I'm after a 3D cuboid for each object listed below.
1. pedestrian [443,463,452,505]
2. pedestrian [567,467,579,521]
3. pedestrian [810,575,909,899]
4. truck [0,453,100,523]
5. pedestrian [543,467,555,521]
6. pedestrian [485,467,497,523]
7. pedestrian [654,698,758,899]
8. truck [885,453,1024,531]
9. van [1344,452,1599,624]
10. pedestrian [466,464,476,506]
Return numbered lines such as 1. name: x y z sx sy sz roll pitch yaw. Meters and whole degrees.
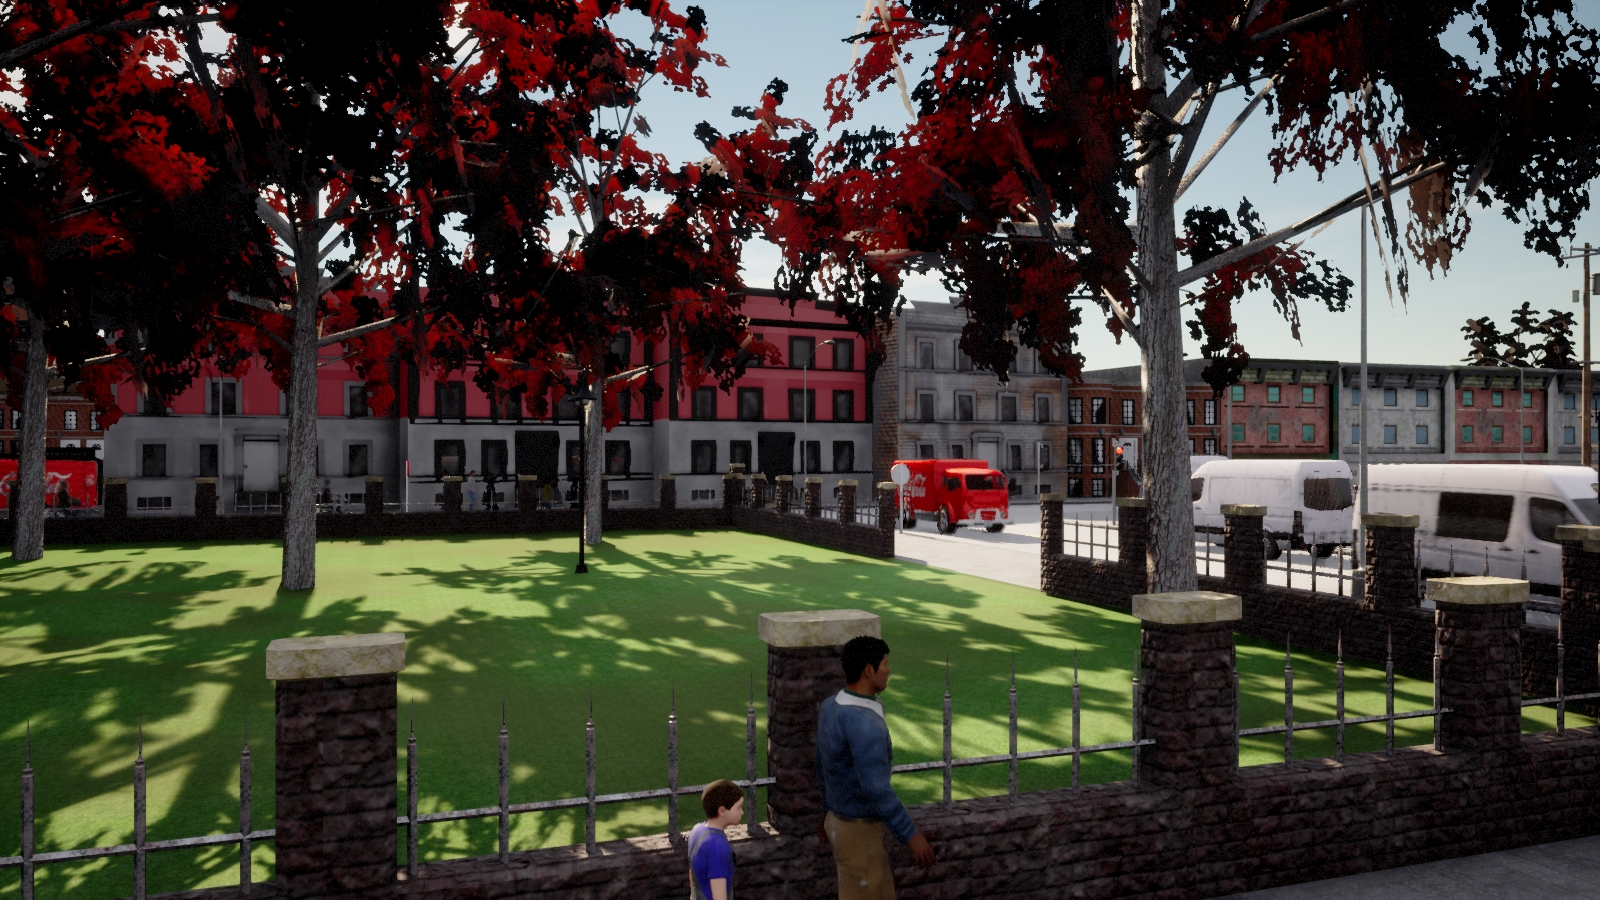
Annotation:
1. pedestrian: -15.726 1.522 50.980 0.375 1.860 0.375 0 0 -15
2. pedestrian: -7.907 1.526 39.764 0.375 1.860 0.375 0 0 -20
3. pedestrian: 0.264 1.526 5.217 0.375 1.860 0.375 0 0 -10
4. truck: -28.804 1.362 41.576 5.204 2.467 2.627 1 0 -20
5. pedestrian: -8.683 1.524 39.494 0.375 1.860 0.375 0 0 -19
6. pedestrian: -10.517 1.525 38.840 0.375 1.860 0.375 0 0 -19
7. pedestrian: -0.424 1.806 5.087 0.375 1.300 0.375 0 0 -20
8. truck: 5.192 1.350 39.284 2.627 2.467 5.204 0 0 -20
9. van: 12.204 1.314 19.128 1.988 2.561 5.915 0 0 -20
10. pedestrian: -14.358 1.524 49.866 0.375 1.860 0.375 0 0 -3
